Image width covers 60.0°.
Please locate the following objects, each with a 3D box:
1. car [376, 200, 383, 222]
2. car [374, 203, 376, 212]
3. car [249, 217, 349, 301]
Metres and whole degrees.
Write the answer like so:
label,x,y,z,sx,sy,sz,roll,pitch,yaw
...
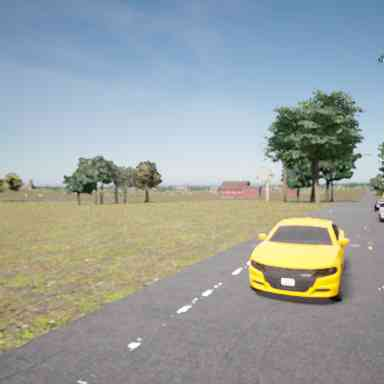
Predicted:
label,x,y,z,sx,sy,sz,roll,pitch,yaw
car,14.961,1.464,24.716,1.812,1.442,4.674,0,0,27
car,21.533,1.506,37.295,1.895,1.301,4.718,0,0,28
car,2.944,1.462,8.673,1.882,1.535,5.008,0,0,26
